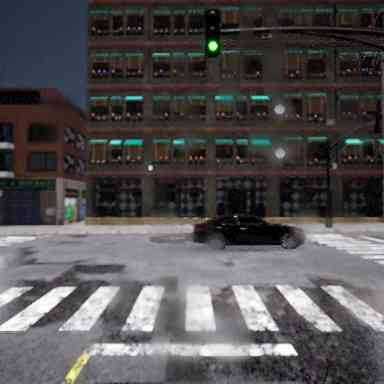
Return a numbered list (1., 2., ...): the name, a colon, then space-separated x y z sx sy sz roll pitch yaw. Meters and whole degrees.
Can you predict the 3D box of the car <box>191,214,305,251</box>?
1. car: 2.302 1.649 13.985 4.674 1.442 1.812 -1 -2 1
